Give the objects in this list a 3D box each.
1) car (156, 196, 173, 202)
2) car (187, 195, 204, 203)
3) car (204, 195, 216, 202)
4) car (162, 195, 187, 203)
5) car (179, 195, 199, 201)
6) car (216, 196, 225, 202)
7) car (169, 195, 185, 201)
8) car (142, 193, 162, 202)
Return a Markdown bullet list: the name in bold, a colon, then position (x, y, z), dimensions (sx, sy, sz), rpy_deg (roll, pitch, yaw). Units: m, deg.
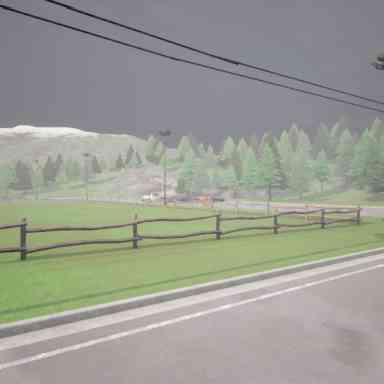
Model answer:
- **car**: position (-6.505, 1.541, 77.370), dimensions (1.895, 1.301, 4.718), rpy_deg (0, 0, -35)
- **car**: position (-0.457, 1.547, 68.793), dimensions (2.033, 1.411, 5.357), rpy_deg (0, 0, -35)
- **car**: position (2.305, 1.355, 70.949), dimensions (2.097, 1.767, 4.553), rpy_deg (0, 0, -35)
- **car**: position (-3.552, 1.564, 67.109), dimensions (1.994, 1.385, 4.181), rpy_deg (0, 0, -35)
- **car**: position (-0.766, 1.483, 81.379), dimensions (2.033, 1.411, 5.357), rpy_deg (0, 0, -35)
- **car**: position (5.086, 1.595, 73.078), dimensions (1.895, 1.301, 4.718), rpy_deg (0, 0, -35)
- **car**: position (-3.627, 1.495, 79.362), dimensions (1.994, 1.385, 4.181), rpy_deg (0, 0, -35)
- **car**: position (-9.366, 1.174, 75.354), dimensions (2.150, 2.045, 5.566), rpy_deg (0, 0, -35)
